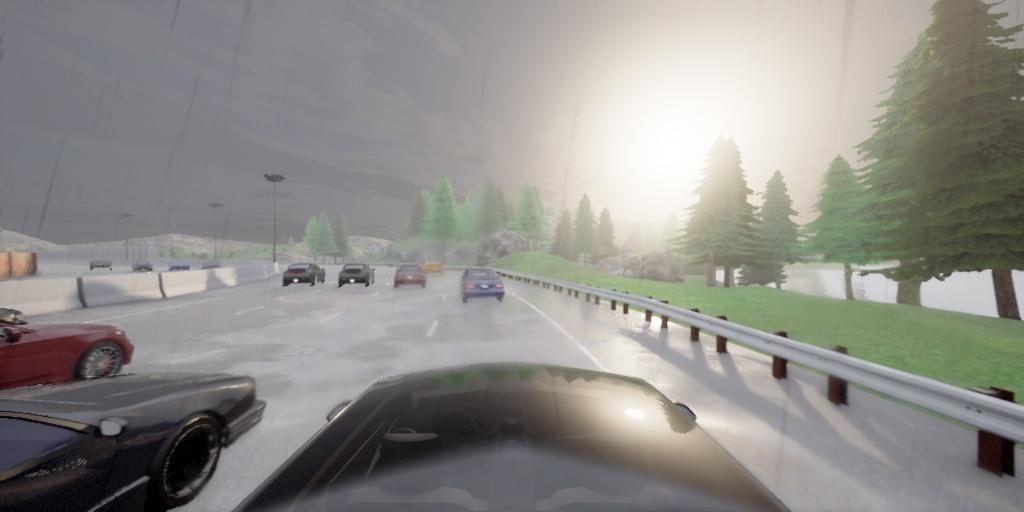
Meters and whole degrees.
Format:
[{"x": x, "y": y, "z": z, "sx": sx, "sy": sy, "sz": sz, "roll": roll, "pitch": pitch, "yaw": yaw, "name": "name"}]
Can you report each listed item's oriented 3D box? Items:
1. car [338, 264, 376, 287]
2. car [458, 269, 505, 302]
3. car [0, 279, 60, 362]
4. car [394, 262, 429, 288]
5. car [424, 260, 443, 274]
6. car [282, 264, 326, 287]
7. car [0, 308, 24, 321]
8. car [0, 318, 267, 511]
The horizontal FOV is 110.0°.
[{"x": -10.551, "y": 1.267, "z": 24.503, "sx": 1.837, "sy": 1.490, "sz": 4.892, "roll": 0, "pitch": 0, "yaw": -16, "name": "car"}, {"x": -1.533, "y": 1.299, "z": 17.053, "sx": 2.033, "sy": 1.411, "sz": 5.357, "roll": 0, "pitch": 0, "yaw": -10, "name": "car"}, {"x": -10.715, "y": 1.252, "z": 5.255, "sx": 2.128, "sy": 1.511, "sz": 4.902, "roll": 0, "pitch": 0, "yaw": -3, "name": "car"}, {"x": -6.912, "y": 1.322, "z": 24.367, "sx": 1.994, "sy": 1.385, "sz": 4.181, "roll": 0, "pitch": 0, "yaw": -16, "name": "car"}, {"x": -9.200, "y": 1.238, "z": 40.205, "sx": 1.882, "sy": 1.535, "sz": 5.008, "roll": 0, "pitch": 0, "yaw": -26, "name": "car"}, {"x": -14.299, "y": 1.270, "z": 24.867, "sx": 1.837, "sy": 1.490, "sz": 4.892, "roll": 0, "pitch": 0, "yaw": -17, "name": "car"}, {"x": -7.127, "y": 1.283, "z": 3.928, "sx": 1.812, "sy": 1.442, "sz": 4.674, "roll": 0, "pitch": 0, "yaw": -2, "name": "car"}, {"x": -3.452, "y": 1.300, "z": 1.248, "sx": 2.033, "sy": 1.411, "sz": 5.357, "roll": 0, "pitch": 0, "yaw": -1, "name": "car"}]
